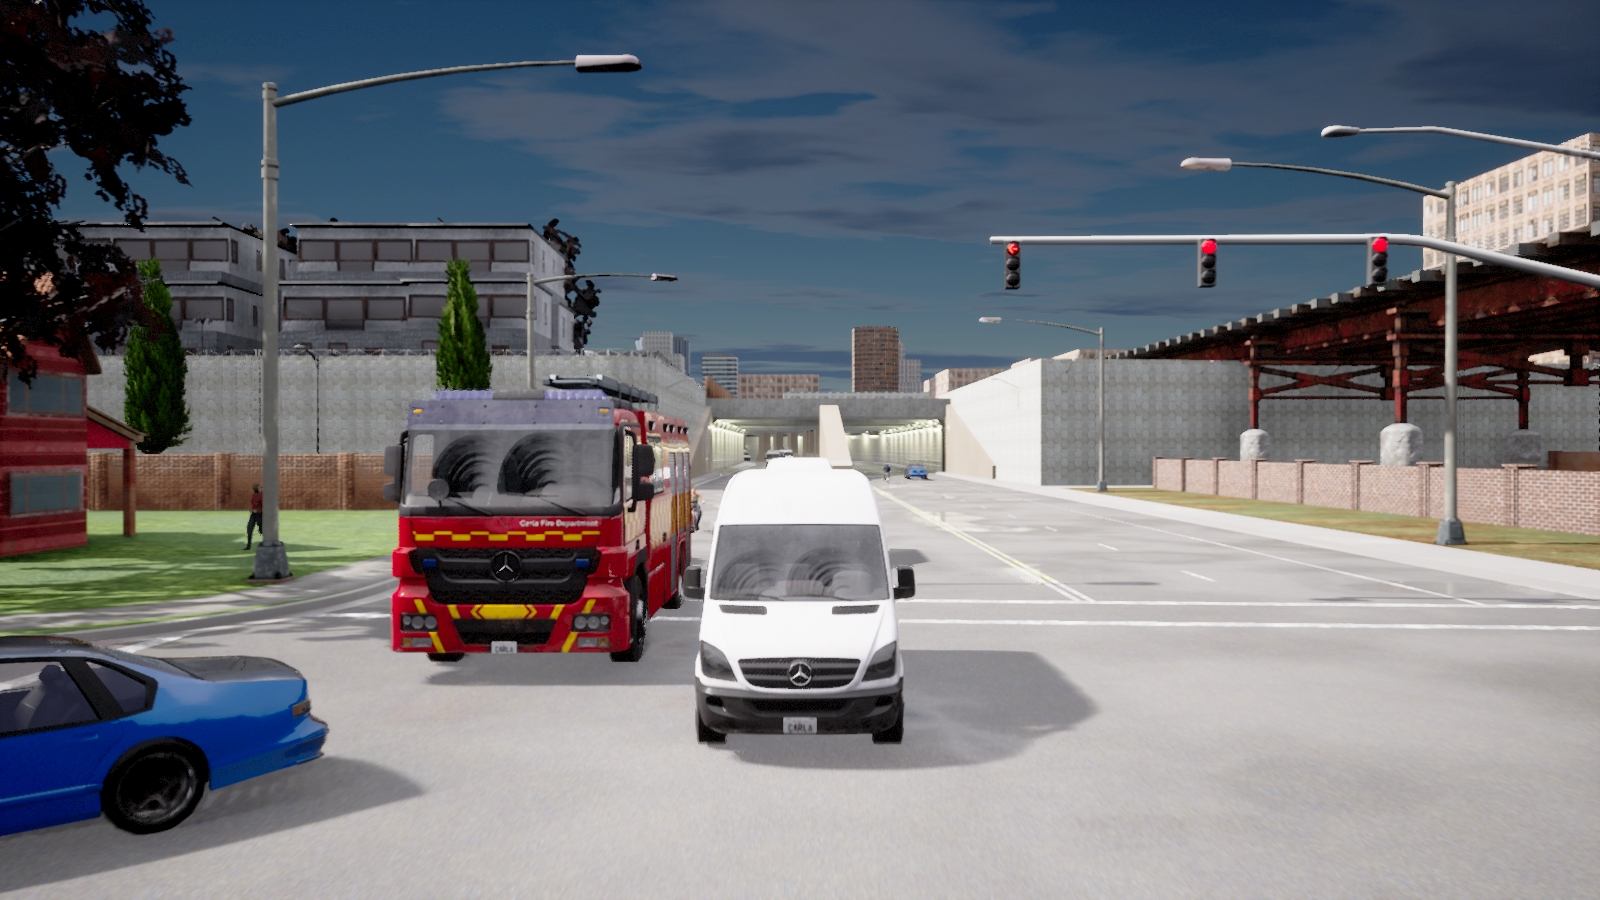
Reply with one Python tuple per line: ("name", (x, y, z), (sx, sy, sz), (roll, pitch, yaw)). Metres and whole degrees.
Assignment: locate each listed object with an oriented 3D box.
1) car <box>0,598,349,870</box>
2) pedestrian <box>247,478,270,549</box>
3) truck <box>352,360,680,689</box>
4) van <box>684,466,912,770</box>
("car", (-6.269, 2.083, 8.074), (5.357, 1.411, 2.033), (0, 0, -43))
("pedestrian", (-14.308, 1.668, 30.188), (0.375, 1.860, 0.375), (0, 0, 19))
("truck", (-3.745, 0.864, 17.508), (2.891, 3.827, 8.468), (0, 0, 0))
("van", (-0.015, 1.510, 12.924), (1.988, 2.561, 5.915), (0, 0, 0))
